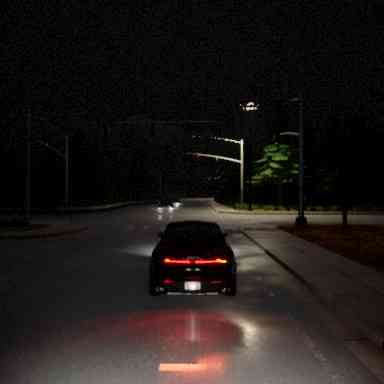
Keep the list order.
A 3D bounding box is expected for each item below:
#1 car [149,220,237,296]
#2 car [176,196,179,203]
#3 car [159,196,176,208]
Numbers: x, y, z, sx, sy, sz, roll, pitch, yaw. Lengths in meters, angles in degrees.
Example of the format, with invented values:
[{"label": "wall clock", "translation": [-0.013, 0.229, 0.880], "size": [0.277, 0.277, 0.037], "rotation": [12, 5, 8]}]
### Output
[{"label": "car", "translation": [0.029, 1.488, 8.605], "size": [1.837, 1.490, 4.892], "rotation": [0, 0, 0]}, {"label": "car", "translation": [-3.569, 1.502, 65.723], "size": [1.895, 1.301, 4.718], "rotation": [0, 0, 1]}, {"label": "car", "translation": [-3.694, 1.432, 47.853], "size": [1.837, 1.490, 4.892], "rotation": [0, 0, 0]}]
